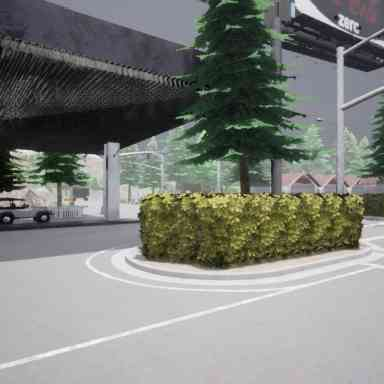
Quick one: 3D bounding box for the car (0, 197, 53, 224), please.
[{"bbox_3d":[-12.017,1.313,23.451,3.866,1.878,1.905,0,0,-36],"label":"car"}]
